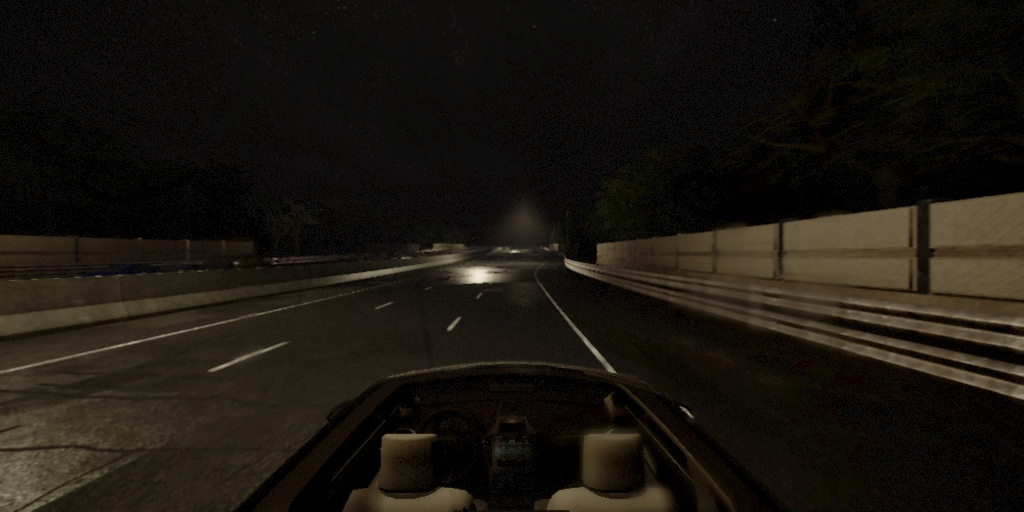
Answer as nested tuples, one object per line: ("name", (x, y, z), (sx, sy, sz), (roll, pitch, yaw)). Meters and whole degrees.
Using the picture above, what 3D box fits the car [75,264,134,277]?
("car", (-24.384, 1.210, 22.623), (1.812, 1.442, 4.674), (0, 0, 1))

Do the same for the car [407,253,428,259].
("car", (-16.036, 0.281, 62.448), (2.097, 1.767, 4.553), (0, 1, 3))

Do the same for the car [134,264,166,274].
("car", (-20.882, 1.212, 23.152), (1.812, 1.442, 4.674), (0, 0, 1))

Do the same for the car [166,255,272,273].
("car", (-17.403, 0.925, 22.134), (2.150, 2.045, 5.566), (0, 0, 1))
